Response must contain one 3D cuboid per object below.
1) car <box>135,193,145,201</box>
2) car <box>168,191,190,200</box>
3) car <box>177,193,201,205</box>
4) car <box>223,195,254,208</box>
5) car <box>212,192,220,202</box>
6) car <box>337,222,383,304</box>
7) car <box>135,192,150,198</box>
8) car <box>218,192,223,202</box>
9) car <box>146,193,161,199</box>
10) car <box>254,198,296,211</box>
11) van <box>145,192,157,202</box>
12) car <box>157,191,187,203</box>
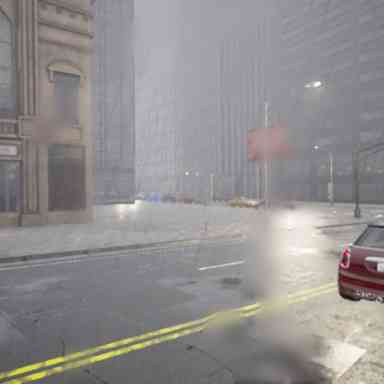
[{"bbox_3d":[-9.744,1.097,65.708,2.008,1.369,4.403,0,1,-35],"label":"car"},{"bbox_3d":[-2.782,0.756,70.628,2.192,1.841,5.009,0,1,-35],"label":"car"},{"bbox_3d":[0.006,1.247,51.935,1.887,1.381,4.507,0,1,-35],"label":"car"},{"bbox_3d":[6.603,1.325,42.614,1.752,1.417,4.829,0,1,-35],"label":"car"},{"bbox_3d":[3.717,0.861,61.447,2.192,1.841,5.009,0,1,-35],"label":"car"},{"bbox_3d":[5.125,1.347,7.015,4.553,1.767,2.097,0,0,-35],"label":"car"},{"bbox_3d":[-12.531,0.817,84.402,1.887,1.381,4.507,0,1,-35],"label":"car"},{"bbox_3d":[6.965,1.162,56.858,1.947,1.339,4.313,0,1,-35],"label":"car"},{"bbox_3d":[-9.281,0.911,79.812,1.802,1.307,4.206,0,1,-35],"label":"car"},{"bbox_3d":[9.755,1.388,38.162,1.887,1.381,4.507,0,1,-35],"label":"car"},{"bbox_3d":[-6.493,0.941,61.116,1.690,1.788,3.998,0,1,-35],"label":"van"},{"bbox_3d":[-3.243,0.967,56.524,2.192,1.841,5.009,0,1,-35],"label":"car"}]
